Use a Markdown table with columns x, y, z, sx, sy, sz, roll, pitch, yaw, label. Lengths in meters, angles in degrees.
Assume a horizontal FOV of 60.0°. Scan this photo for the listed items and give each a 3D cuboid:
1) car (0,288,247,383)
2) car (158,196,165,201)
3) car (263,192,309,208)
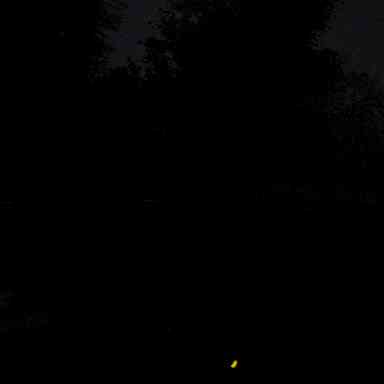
| x | y | z | sx | sy | sz | roll | pitch | yaw | label |
| --- | --- | --- | --- | --- | --- | --- | --- | --- | --- |
| -1.682 | 1.526 | 2.159 | 4.674 | 1.442 | 1.812 | 0 | 0 | -35 | car |
| -2.381 | 0.562 | 43.831 | 5.008 | 1.535 | 1.882 | 1 | 0 | 16 | car |
| 9.548 | 0.768 | 34.253 | 1.882 | 1.535 | 5.008 | 0 | 1 | -37 | car |
